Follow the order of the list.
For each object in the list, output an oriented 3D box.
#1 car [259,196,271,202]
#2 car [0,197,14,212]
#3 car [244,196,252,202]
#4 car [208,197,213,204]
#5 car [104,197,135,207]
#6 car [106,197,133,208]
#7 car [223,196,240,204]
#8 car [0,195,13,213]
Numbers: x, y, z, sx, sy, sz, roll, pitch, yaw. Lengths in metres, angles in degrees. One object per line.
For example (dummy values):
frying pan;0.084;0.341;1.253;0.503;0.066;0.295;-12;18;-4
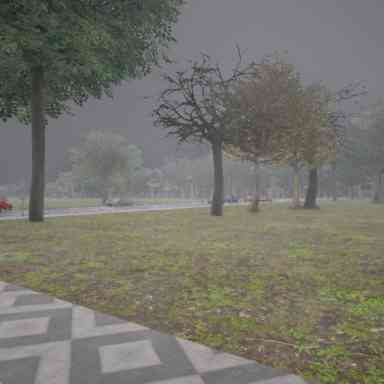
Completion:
car;17.282;1.672;78.852;1.994;1.385;4.181;-1;-1;35
car;-23.436;1.453;38.461;2.097;1.767;4.553;-1;0;35
car;14.028;1.675;79.882;1.812;1.442;4.674;-1;-1;35
car;4.924;1.669;66.874;1.994;1.385;4.181;-1;-1;35
car;-11.889;1.621;54.708;2.128;1.511;4.902;-1;-1;36
car;-11.003;1.653;50.354;1.994;1.385;4.181;-1;-1;35
car;7.583;1.575;65.003;1.837;1.490;4.892;-1;-1;35
car;-22.253;1.286;34.521;2.150;2.045;5.566;-1;-1;35
